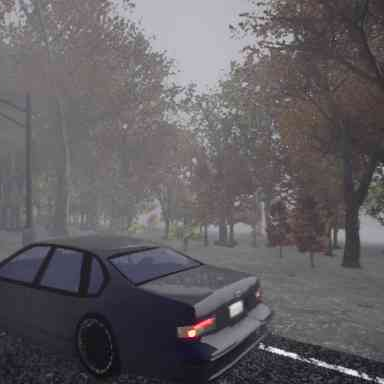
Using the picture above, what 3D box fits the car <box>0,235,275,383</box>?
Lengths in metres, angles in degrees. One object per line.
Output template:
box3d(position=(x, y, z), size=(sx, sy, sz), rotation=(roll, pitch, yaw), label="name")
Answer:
box3d(position=(-1.596, 1.369, 4.916), size=(5.357, 1.411, 2.033), rotation=(-3, -2, 34), label="car")
